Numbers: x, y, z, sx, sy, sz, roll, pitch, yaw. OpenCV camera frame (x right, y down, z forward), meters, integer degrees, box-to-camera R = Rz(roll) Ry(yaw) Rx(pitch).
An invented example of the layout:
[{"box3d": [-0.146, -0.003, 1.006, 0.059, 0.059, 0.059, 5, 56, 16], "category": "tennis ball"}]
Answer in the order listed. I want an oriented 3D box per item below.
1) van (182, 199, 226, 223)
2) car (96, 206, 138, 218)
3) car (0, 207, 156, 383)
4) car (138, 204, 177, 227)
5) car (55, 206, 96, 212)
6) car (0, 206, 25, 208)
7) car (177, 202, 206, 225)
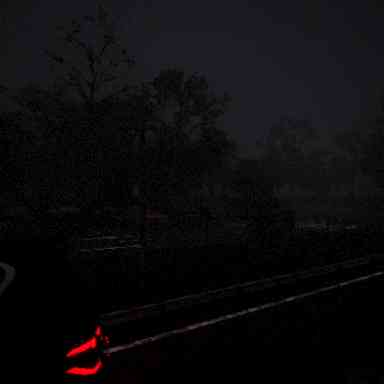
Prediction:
[{"box3d": [0.942, 1.528, 27.299, 1.878, 1.987, 4.442, 1, -1, -36], "category": "van"}, {"box3d": [-5.911, 1.672, 22.564, 2.163, 1.488, 4.792, 1, -1, -36], "category": "car"}, {"box3d": [-3.146, 1.210, 1.438, 5.566, 2.045, 2.150, 1, 0, -36], "category": "car"}, {"box3d": [-3.531, 1.676, 24.006, 1.946, 1.575, 5.366, 1, -1, -36], "category": "car"}, {"box3d": [-8.144, 1.607, 20.919, 2.231, 1.521, 4.892, 1, -1, -36], "category": "car"}, {"box3d": [-10.406, 1.569, 19.311, 2.097, 1.535, 5.008, 1, -1, -36], "category": "car"}, {"box3d": [-1.400, 1.746, 25.799, 2.163, 1.488, 4.792, 1, -1, -36], "category": "car"}]
